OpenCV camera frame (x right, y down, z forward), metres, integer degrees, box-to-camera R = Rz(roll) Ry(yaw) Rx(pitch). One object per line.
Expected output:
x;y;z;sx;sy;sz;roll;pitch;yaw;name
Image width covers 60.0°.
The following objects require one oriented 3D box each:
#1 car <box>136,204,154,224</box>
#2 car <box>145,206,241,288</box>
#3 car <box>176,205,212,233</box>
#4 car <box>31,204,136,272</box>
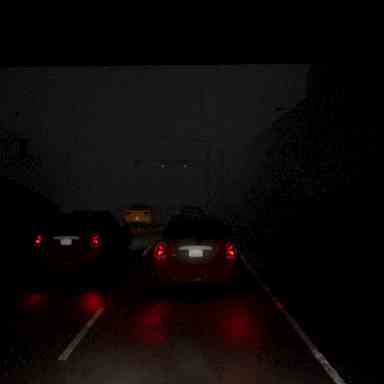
-3.717;1.567;24.059;1.882;1.535;5.008;0;0;-4;car
0.089;1.388;9.485;2.097;1.767;4.553;0;0;0;car
-0.010;1.627;21.389;2.033;1.411;5.357;0;0;-2;car
-3.409;1.393;11.136;2.097;1.767;4.553;0;0;0;car
